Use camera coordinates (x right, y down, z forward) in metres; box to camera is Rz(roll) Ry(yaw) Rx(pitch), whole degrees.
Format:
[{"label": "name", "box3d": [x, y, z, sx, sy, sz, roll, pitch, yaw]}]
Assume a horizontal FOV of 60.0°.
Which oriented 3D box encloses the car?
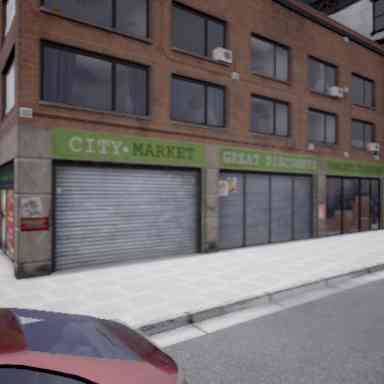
[{"label": "car", "box3d": [-2.000, 1.564, 1.951, 4.181, 1.385, 1.994, 0, 0, -36]}]
